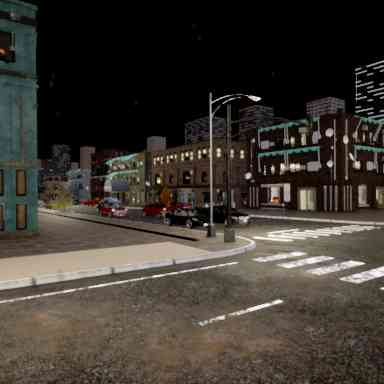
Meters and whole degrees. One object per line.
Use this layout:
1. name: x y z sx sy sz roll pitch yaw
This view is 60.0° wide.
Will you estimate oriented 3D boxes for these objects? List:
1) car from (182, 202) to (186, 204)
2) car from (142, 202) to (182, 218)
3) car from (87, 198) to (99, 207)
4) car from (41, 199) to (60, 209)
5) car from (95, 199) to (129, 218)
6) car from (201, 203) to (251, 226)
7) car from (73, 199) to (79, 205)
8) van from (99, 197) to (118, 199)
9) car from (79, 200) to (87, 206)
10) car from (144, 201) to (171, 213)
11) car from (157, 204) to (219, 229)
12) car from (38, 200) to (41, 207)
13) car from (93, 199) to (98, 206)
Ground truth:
1. car: -1.445 1.904 40.033 1.802 1.307 4.206 -2 0 -35
2. car: -3.321 1.850 32.701 1.812 1.442 4.674 -1 0 -35
3. car: -17.450 1.940 62.615 2.192 1.841 5.009 -1 0 -35
4. car: -24.183 2.233 57.631 1.752 1.417 4.829 -1 0 -35
5. car: -8.285 1.846 35.187 1.967 1.590 4.097 -1 0 -35
6. car: 2.334 1.737 24.735 1.812 1.442 4.674 -1 0 -34
7. car: -27.044 2.364 76.166 1.947 1.339 4.313 -1 0 -35
8. van: -14.250 1.907 58.099 1.690 1.788 3.998 -1 0 -35
9. car: -20.644 2.227 67.132 1.887 1.381 4.507 -1 0 -35
10. car: -4.644 1.966 44.549 1.802 1.307 4.206 -2 0 -35
11. car: -0.360 1.814 23.794 1.947 1.339 4.313 -1 0 -35
12. car: -30.681 2.376 66.803 2.008 1.369 4.403 -1 0 -35
13. car: -10.864 1.976 43.358 1.837 1.490 4.892 -1 0 -35
